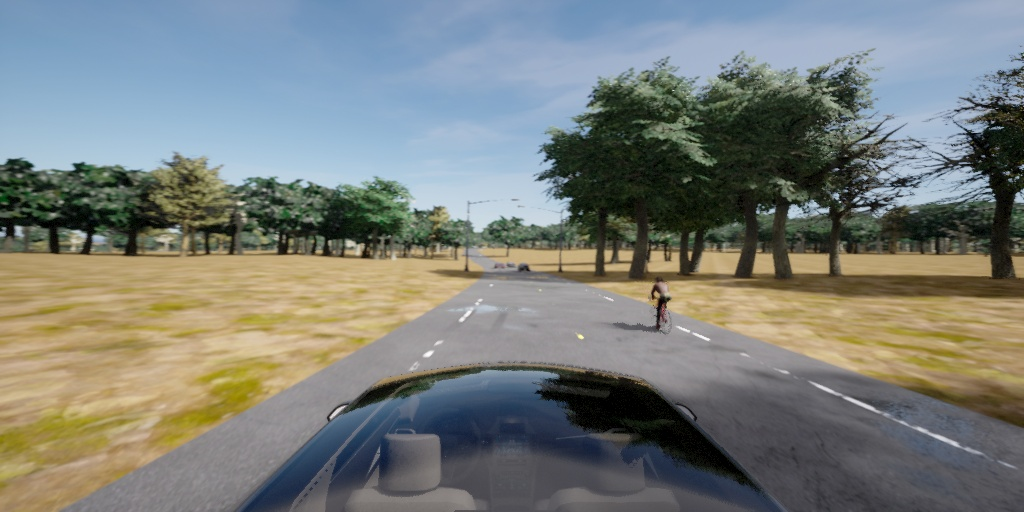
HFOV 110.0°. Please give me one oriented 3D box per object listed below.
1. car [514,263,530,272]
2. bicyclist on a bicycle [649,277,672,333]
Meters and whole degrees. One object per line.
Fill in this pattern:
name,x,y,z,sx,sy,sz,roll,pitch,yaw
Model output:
car,1.985,1.968,62.833,1.837,1.490,4.892,2,0,-5
bicyclist on a bicycle,4.570,1.474,11.040,0.582,1.620,1.656,2,-1,1
